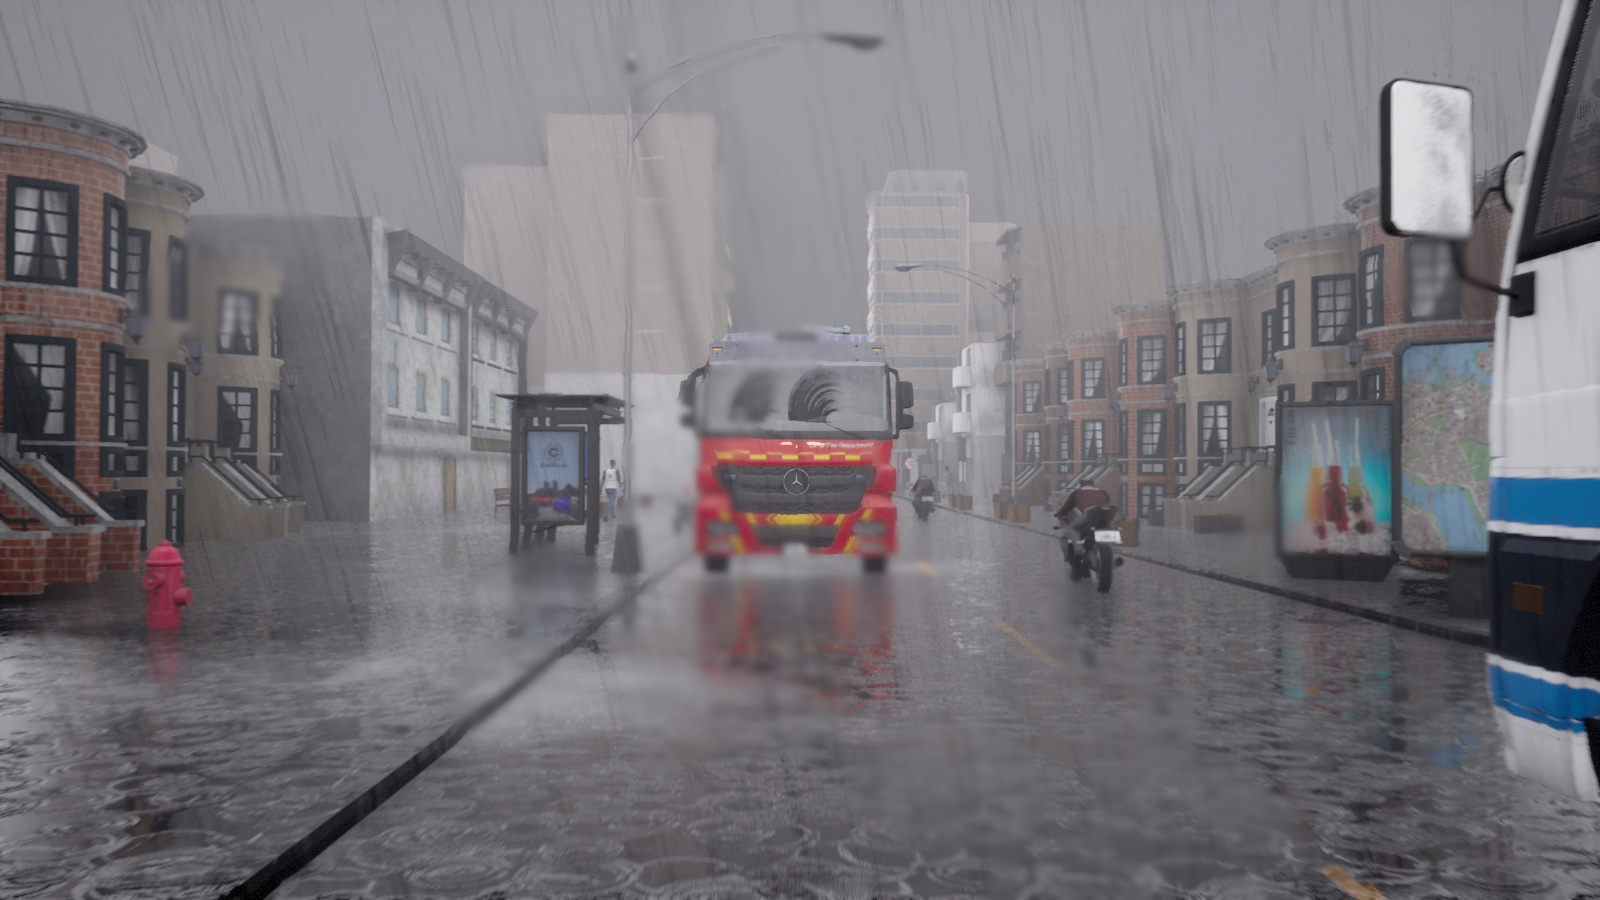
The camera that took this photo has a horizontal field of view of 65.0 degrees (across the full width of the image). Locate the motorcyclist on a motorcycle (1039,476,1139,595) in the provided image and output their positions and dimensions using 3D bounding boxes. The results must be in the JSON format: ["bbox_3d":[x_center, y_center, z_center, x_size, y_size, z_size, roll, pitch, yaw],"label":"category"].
[{"bbox_3d":[3.960,1.125,17.383,0.866,1.530,2.191,0,-1,0],"label":"motorcyclist on a motorcycle"}]

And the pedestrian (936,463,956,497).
[{"bbox_3d":[8.211,1.672,70.534,0.874,1.855,0.900,0,-1,-14],"label":"pedestrian"}]

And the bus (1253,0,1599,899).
[{"bbox_3d":[3.995,-0.571,0.401,3.944,4.253,10.273,0,-1,0],"label":"bus"}]

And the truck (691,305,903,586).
[{"bbox_3d":[-0.055,0.008,21.401,2.891,3.827,8.468,0,-1,0],"label":"truck"}]

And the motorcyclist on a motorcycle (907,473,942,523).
[{"bbox_3d":[3.908,1.497,39.630,0.866,1.530,2.191,0,-1,0],"label":"motorcyclist on a motorcycle"}]

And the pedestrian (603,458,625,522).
[{"bbox_3d":[-5.373,1.152,36.205,0.354,1.836,0.706,-1,-1,17],"label":"pedestrian"}]
